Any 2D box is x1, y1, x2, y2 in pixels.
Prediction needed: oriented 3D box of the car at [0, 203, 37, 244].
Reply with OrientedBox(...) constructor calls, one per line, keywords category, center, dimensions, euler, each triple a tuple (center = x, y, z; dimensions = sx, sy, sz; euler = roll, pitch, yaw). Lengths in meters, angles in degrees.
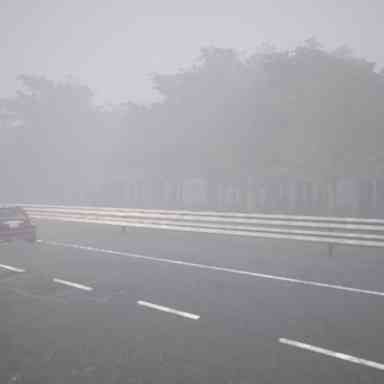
OrientedBox(category="car", center=(-8.790, 1.353, 14.447), dimensions=(4.553, 1.767, 2.097), euler=(0, 0, 36))
